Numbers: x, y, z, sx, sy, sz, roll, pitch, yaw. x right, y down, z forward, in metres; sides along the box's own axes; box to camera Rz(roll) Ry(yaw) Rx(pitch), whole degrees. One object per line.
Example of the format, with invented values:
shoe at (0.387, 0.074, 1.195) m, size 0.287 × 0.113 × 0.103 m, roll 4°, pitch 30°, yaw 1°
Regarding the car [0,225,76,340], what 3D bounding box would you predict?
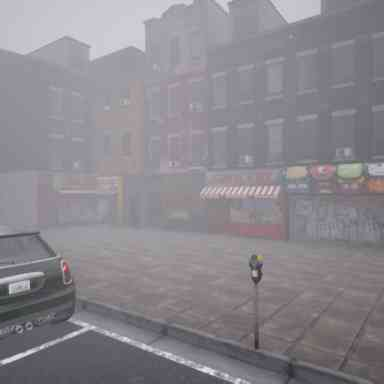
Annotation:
car at (-4.152, 1.352, 5.905) m, size 4.553 × 1.767 × 2.097 m, roll 0°, pitch 0°, yaw 35°
